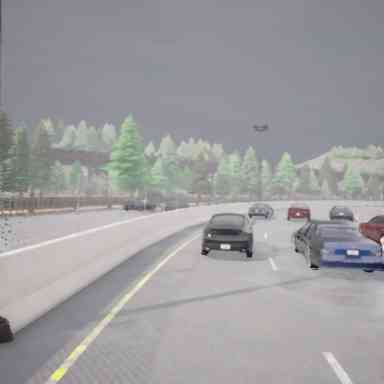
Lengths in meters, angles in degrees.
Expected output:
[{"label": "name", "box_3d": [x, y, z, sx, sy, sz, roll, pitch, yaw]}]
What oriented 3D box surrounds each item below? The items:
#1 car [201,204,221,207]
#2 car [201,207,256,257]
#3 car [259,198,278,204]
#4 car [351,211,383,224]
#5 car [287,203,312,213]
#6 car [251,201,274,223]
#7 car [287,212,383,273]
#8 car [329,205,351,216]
[{"label": "car", "box_3d": [2.904, 1.747, 41.383, 2.033, 1.411, 5.357, 1, 0, 26]}, {"label": "car", "box_3d": [1.530, 1.582, 13.431, 1.837, 1.490, 4.892, 1, 0, 10]}, {"label": "car", "box_3d": [17.010, 1.945, 73.729, 1.895, 1.301, 4.718, 1, 0, 42]}, {"label": "car", "box_3d": [8.842, 1.698, 14.566, 1.882, 1.535, 5.008, 1, 0, 11]}, {"label": "car", "box_3d": [9.898, 1.773, 30.571, 1.882, 1.535, 5.008, 1, 0, 21]}, {"label": "car", "box_3d": [6.674, 1.786, 32.034, 2.033, 1.411, 5.357, 1, 0, 21]}, {"label": "car", "box_3d": [4.661, 1.676, 11.337, 2.033, 1.411, 5.357, 1, 0, 9]}, {"label": "car", "box_3d": [13.995, 1.941, 31.339, 1.994, 1.385, 4.181, 1, 0, 22]}]
